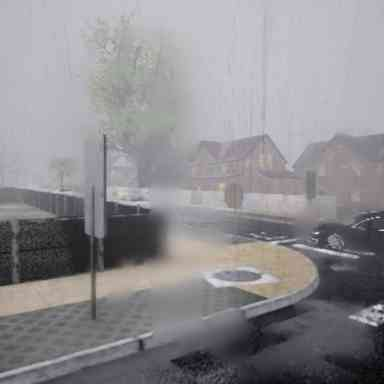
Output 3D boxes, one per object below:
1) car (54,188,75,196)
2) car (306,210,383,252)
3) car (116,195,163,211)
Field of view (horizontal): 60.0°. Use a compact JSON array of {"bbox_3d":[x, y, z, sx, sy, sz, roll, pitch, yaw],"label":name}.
[{"bbox_3d":[-16.651,0.213,43.391,1.812,1.442,4.674,0,2,-35],"label":"car"},{"bbox_3d":[6.803,1.456,12.232,4.892,1.490,1.837,2,6,14],"label":"car"},{"bbox_3d":[-4.115,0.946,25.427,1.895,1.301,4.718,0,2,-35],"label":"car"}]
